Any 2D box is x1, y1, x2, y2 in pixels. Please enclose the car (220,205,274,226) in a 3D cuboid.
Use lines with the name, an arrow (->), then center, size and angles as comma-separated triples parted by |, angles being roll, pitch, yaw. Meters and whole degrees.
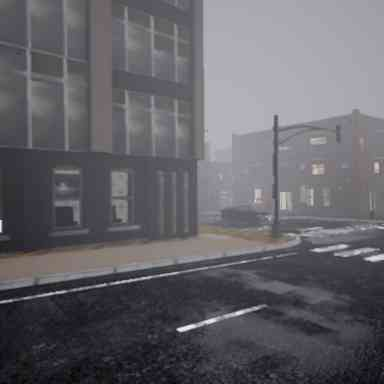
car -> 4.379, 1.812, 26.936 | 2.128, 1.511, 4.902 | -1, -1, -37

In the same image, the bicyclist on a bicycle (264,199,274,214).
bicyclist on a bicycle -> 8.351, 1.625, 36.207 | 1.656, 1.620, 0.582 | -1, 0, -37
